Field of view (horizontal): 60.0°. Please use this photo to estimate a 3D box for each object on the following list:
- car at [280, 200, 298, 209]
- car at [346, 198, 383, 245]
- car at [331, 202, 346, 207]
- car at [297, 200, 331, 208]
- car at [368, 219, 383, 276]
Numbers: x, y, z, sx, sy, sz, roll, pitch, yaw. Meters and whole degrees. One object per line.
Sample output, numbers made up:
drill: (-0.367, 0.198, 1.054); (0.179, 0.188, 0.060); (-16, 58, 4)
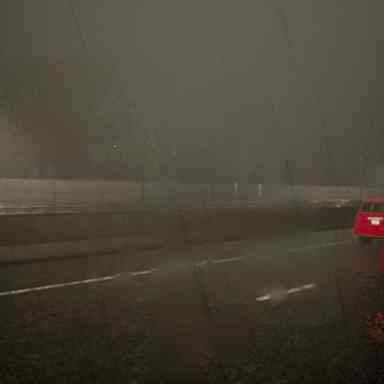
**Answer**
car: (12.182, 1.685, 38.512); (4.892, 1.490, 1.837); (0, 0, -35)
car: (9.517, 1.310, 14.857); (5.566, 2.045, 2.150); (0, 0, -36)
car: (16.203, 1.532, 32.782); (4.553, 1.767, 2.097); (0, 0, -35)
car: (14.028, 1.726, 35.532); (5.357, 1.411, 2.033); (0, 0, -36)
car: (6.868, 1.534, 8.672); (5.008, 1.535, 1.882); (1, 0, -35)
